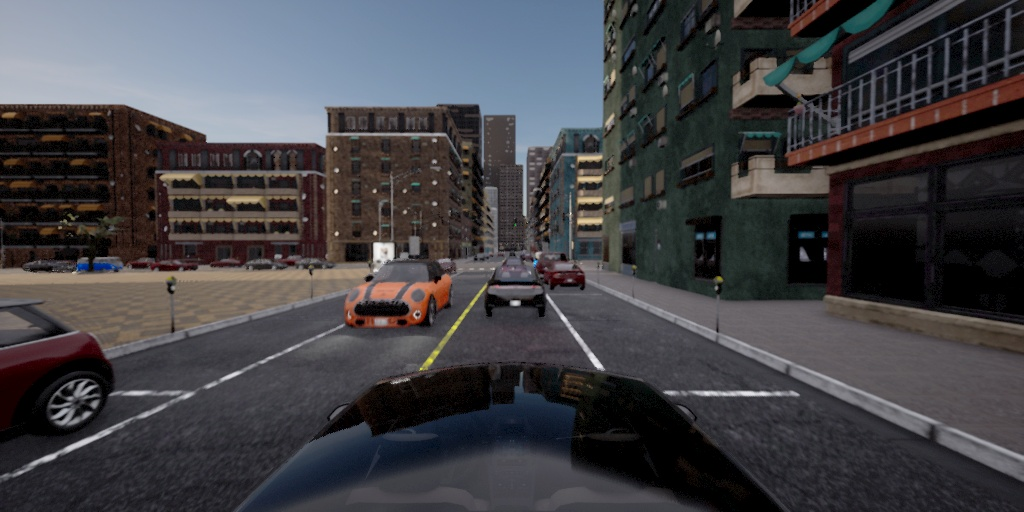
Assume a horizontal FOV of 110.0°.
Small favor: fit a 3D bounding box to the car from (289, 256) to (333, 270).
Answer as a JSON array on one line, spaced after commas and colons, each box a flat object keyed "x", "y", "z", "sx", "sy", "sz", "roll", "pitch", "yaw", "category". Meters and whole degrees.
[{"x": -22.340, "y": 0.896, "z": 40.888, "sx": 4.403, "sy": 1.370, "sz": 2.007, "roll": 0, "pitch": 0, "yaw": 0, "category": "car"}]

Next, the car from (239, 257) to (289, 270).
[{"x": -27.909, "y": 0.978, "z": 40.857, "sx": 4.403, "sy": 1.370, "sz": 2.007, "roll": 0, "pitch": 0, "yaw": 0, "category": "car"}]

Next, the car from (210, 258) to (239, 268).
[{"x": -39.099, "y": 0.946, "z": 49.381, "sx": 4.207, "sy": 1.307, "sz": 1.802, "roll": 0, "pitch": 0, "yaw": 0, "category": "car"}]

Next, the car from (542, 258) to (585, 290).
[{"x": 2.713, "y": 0.965, "z": 19.026, "sx": 1.888, "sy": 1.381, "sz": 4.507, "roll": 0, "pitch": 0, "yaw": 0, "category": "car"}]

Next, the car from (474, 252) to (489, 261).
[{"x": -5.610, "y": 0.174, "z": 62.492, "sx": 1.948, "sy": 1.339, "sz": 4.313, "roll": 0, "pitch": 0, "yaw": 0, "category": "car"}]

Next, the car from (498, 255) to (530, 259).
[{"x": 0.133, "y": 0.817, "z": 27.883, "sx": 1.994, "sy": 1.385, "sz": 4.181, "roll": 0, "pitch": 1, "yaw": 0, "category": "car"}]

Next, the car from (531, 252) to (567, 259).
[{"x": 2.721, "y": 0.631, "z": 24.553, "sx": 2.192, "sy": 1.841, "sz": 5.009, "roll": 0, "pitch": 0, "yaw": 0, "category": "car"}]

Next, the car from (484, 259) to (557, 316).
[{"x": 0.110, "y": 1.039, "z": 12.304, "sx": 2.128, "sy": 1.511, "sz": 4.902, "roll": 0, "pitch": 1, "yaw": 0, "category": "car"}]

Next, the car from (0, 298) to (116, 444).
[{"x": -5.690, "y": 1.175, "z": 2.459, "sx": 1.967, "sy": 1.591, "sz": 4.097, "roll": 0, "pitch": 0, "yaw": 0, "category": "car"}]

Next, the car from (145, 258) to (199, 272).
[{"x": -38.339, "y": 1.124, "z": 40.844, "sx": 4.507, "sy": 1.381, "sz": 1.888, "roll": 0, "pitch": 0, "yaw": 0, "category": "car"}]

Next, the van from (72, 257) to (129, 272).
[{"x": -46.799, "y": 1.043, "z": 40.854, "sx": 3.998, "sy": 1.789, "sz": 1.690, "roll": 0, "pitch": 0, "yaw": 0, "category": "van"}]

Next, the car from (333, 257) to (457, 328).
[{"x": -3.086, "y": 0.930, "z": 10.679, "sx": 2.097, "sy": 1.767, "sz": 4.553, "roll": 0, "pitch": 1, "yaw": 0, "category": "car"}]

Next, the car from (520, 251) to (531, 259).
[{"x": 2.772, "y": 0.191, "z": 62.469, "sx": 1.802, "sy": 1.307, "sz": 4.207, "roll": 0, "pitch": 0, "yaw": 0, "category": "car"}]
